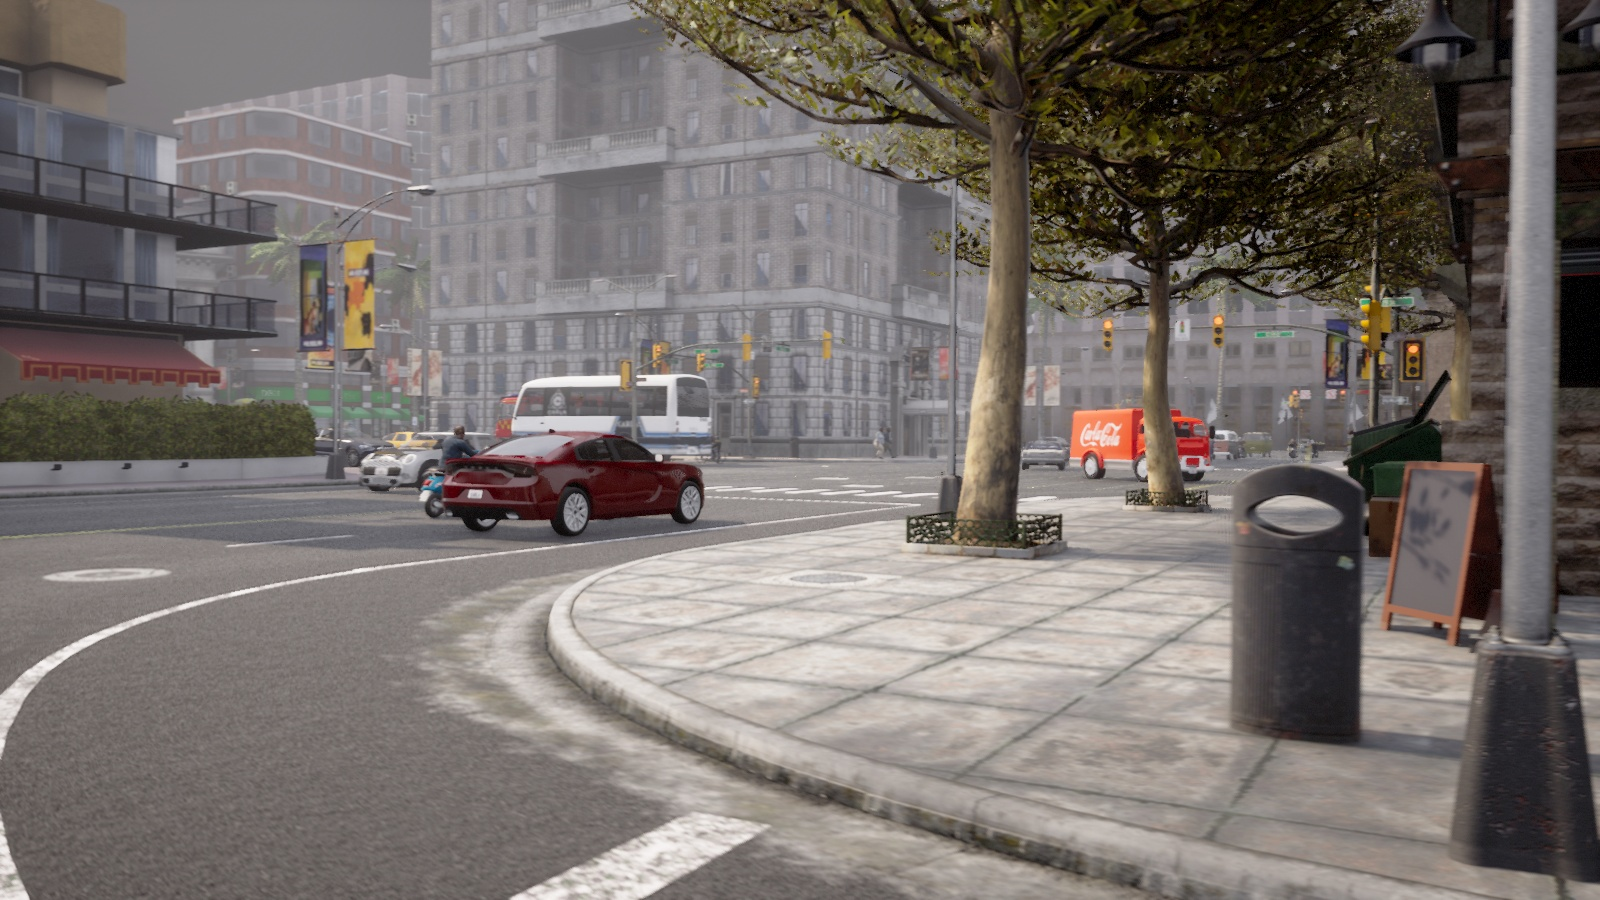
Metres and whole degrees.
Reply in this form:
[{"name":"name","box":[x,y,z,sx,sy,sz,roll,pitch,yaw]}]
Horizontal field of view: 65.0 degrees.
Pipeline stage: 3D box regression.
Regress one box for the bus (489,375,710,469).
[{"name":"bus","box":[-9.796,-1.283,60.953,10.273,4.253,3.944,0,1,29]}]

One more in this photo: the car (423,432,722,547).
[{"name":"car","box":[-3.336,0.506,19.551,1.882,1.535,5.008,0,1,28]}]

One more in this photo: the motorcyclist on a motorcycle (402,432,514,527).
[{"name":"motorcyclist on a motorcycle","box":[-5.961,0.479,21.991,0.866,1.590,1.817,0,1,28]}]

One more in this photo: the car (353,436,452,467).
[{"name":"car","box":[-21.302,0.070,67.244,5.366,1.575,1.801,0,1,29]}]

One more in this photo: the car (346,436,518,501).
[{"name":"car","box":[-9.028,0.411,31.069,1.970,1.475,3.806,0,1,28]}]

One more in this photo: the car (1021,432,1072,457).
[{"name":"car","box":[14.855,-0.359,75.501,1.970,1.475,3.806,0,1,28]}]

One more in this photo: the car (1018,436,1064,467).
[{"name":"car","box":[10.877,0.046,56.394,1.895,1.301,4.718,0,1,12]}]

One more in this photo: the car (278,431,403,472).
[{"name":"car","box":[-19.458,0.061,53.143,5.027,1.651,2.152,0,1,29]}]

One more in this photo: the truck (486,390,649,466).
[{"name":"truck","box":[-12.325,-1.111,66.320,8.468,3.827,2.891,0,1,29]}]

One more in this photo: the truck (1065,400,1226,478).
[{"name":"truck","box":[11.772,-0.392,43.192,2.627,2.467,5.204,-1,1,-23]}]

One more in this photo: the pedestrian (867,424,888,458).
[{"name":"pedestrian","box":[4.230,-0.480,68.593,0.900,1.855,0.874,0,1,26]}]

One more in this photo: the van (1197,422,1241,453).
[{"name":"van","box":[29.000,-0.876,86.833,2.069,2.038,4.480,0,1,29]}]
